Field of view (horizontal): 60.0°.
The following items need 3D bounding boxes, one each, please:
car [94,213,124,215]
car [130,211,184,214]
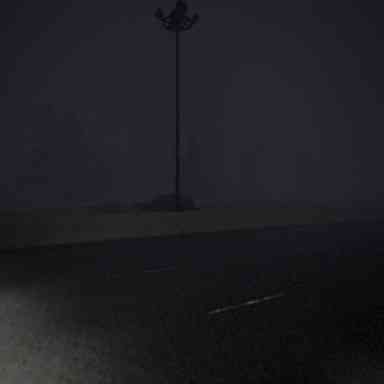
[{"bbox_3d":[-7.940,1.522,32.073,4.674,1.442,1.812,0,0,-31],"label":"car"},{"bbox_3d":[-1.674,1.501,23.597,4.892,1.490,1.837,0,0,-31],"label":"car"}]
